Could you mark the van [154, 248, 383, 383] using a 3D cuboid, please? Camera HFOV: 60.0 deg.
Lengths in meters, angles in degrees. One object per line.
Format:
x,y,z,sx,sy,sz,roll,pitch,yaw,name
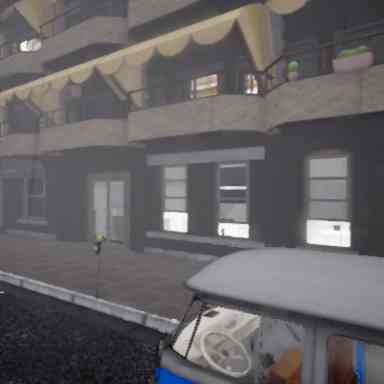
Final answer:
1.562,1.341,1.755,3.998,1.788,1.690,0,0,35,van
